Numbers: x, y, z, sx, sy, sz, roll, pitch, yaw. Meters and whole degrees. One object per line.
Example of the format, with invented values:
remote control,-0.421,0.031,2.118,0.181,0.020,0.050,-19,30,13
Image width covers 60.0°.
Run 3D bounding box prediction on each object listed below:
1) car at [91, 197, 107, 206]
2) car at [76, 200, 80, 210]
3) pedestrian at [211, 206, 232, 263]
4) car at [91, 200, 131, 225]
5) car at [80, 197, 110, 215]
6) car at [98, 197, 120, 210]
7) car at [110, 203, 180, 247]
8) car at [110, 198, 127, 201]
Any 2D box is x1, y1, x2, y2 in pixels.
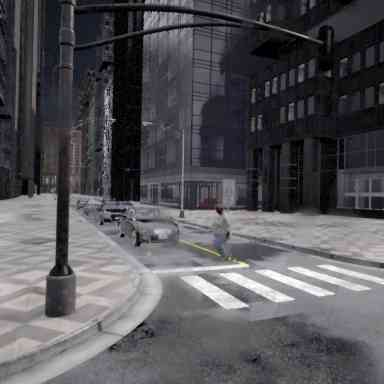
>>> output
car,-14.887,1.550,53.257,1.895,1.301,4.718,1,0,-23
car,-13.460,1.487,41.899,1.994,1.385,4.181,1,0,-22
pedestrian,0.933,1.287,10.433,0.375,1.860,0.375,2,-1,-23
car,-5.675,1.523,23.500,1.994,1.385,4.181,1,0,-23
car,-9.580,1.473,32.686,1.812,1.442,4.674,1,0,-23
car,-11.231,1.479,44.704,2.128,1.511,4.902,1,0,-23
car,-2.082,1.459,15.052,2.128,1.511,4.902,1,0,-23
car,-7.370,1.578,35.601,1.994,1.385,4.181,1,0,-23
